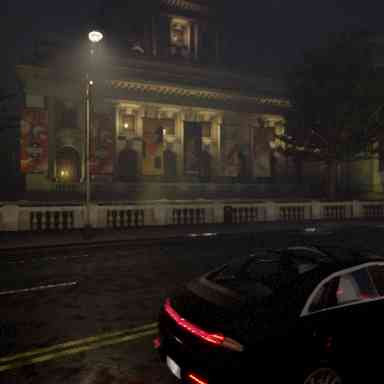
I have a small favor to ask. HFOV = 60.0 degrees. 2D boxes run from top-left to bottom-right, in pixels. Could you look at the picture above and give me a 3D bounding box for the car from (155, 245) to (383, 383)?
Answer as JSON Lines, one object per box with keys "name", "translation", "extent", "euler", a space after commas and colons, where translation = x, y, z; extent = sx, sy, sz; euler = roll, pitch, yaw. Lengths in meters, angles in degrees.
{"name": "car", "translation": [1.930, 1.490, 4.450], "extent": [4.902, 1.511, 2.128], "euler": [0, 0, -29]}
